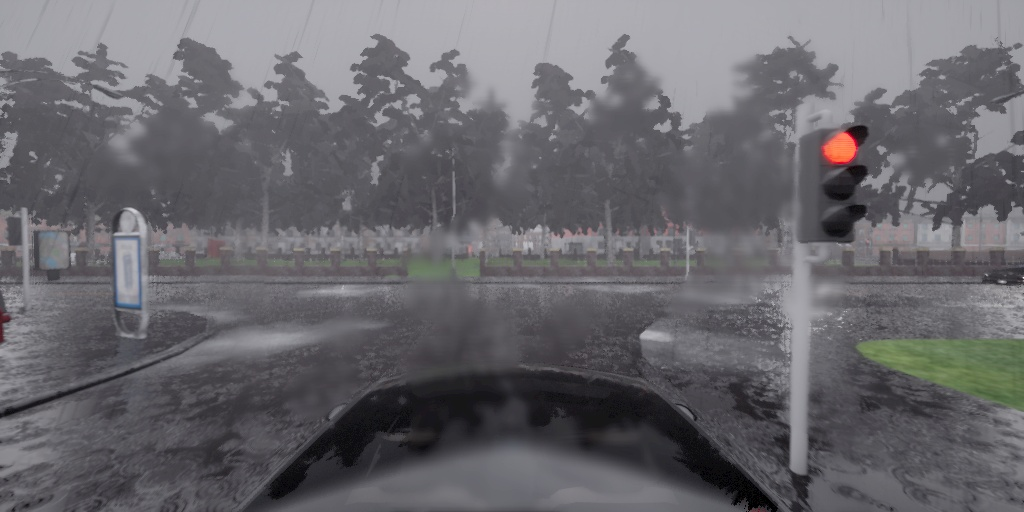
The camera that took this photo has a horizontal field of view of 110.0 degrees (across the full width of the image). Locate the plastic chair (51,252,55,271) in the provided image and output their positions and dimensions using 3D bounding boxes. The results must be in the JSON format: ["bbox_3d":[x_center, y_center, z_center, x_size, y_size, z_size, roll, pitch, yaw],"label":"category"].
[{"bbox_3d":[-40.222,0.494,32.019,0.730,1.272,0.750,0,0,-40],"label":"plastic chair"}]

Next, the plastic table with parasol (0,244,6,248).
[{"bbox_3d":[-47.405,-0.129,32.135,2.482,2.480,2.482,0,0,-42],"label":"plastic table with parasol"}]

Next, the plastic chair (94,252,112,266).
[{"bbox_3d":[-38.193,0.458,33.497,0.730,1.272,0.750,0,0,-40],"label":"plastic chair"}]

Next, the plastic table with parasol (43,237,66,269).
[{"bbox_3d":[-43.613,-0.268,35.403,2.482,2.480,2.482,0,0,-39],"label":"plastic table with parasol"}]

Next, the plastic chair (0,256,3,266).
[{"bbox_3d":[-40.930,0.612,28.178,0.730,1.272,0.750,0,0,-40],"label":"plastic chair"}]

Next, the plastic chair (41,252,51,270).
[{"bbox_3d":[-44.621,0.426,34.656,0.730,1.272,0.750,0,0,-41],"label":"plastic chair"}]

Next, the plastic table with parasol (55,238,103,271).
[{"bbox_3d":[-39.191,-0.124,32.764,2.482,2.480,2.482,0,0,-40],"label":"plastic table with parasol"}]

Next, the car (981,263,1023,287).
[{"bbox_3d":[26.720,0.879,17.574,5.357,1.411,2.033,0,2,0],"label":"car"}]

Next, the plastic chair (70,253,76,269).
[{"bbox_3d":[-38.289,0.513,31.791,0.750,1.272,0.730,0,0,-35],"label":"plastic chair"}]
